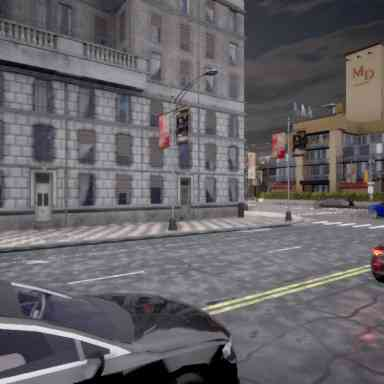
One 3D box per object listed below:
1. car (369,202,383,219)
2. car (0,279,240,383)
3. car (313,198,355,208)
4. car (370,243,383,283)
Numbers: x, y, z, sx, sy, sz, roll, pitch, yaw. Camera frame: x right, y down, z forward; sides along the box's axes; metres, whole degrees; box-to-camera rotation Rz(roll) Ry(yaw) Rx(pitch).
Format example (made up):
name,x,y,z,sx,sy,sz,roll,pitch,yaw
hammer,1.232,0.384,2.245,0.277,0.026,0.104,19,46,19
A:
name,x,y,z,sx,sy,sz,roll,pitch,yaw
car,16.450,1.478,26.624,1.882,1.535,5.008,1,0,-8
car,-1.779,1.492,2.595,4.902,1.511,2.128,0,0,-35
car,19.670,1.547,46.234,2.033,1.411,5.357,0,0,-38
car,6.273,1.526,8.356,4.674,1.442,1.812,0,0,-36
